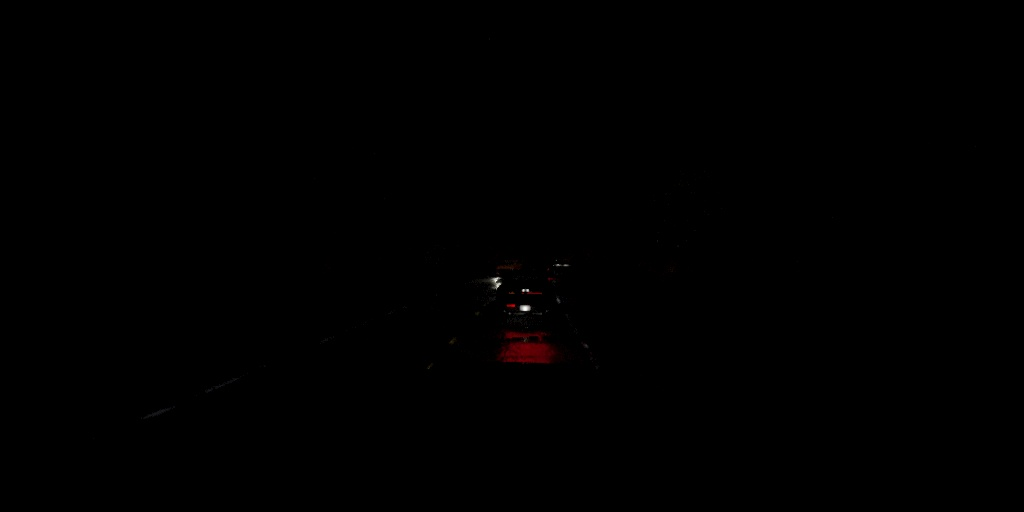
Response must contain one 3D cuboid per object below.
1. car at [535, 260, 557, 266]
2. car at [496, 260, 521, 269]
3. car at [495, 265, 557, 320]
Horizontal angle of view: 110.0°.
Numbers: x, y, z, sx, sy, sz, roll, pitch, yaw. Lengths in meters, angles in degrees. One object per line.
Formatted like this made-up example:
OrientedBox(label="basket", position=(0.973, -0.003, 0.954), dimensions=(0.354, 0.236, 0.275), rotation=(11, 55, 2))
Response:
OrientedBox(label="car", position=(3.020, 1.253, 34.649), dimensions=(1.895, 1.301, 4.718), rotation=(0, 0, 10))
OrientedBox(label="car", position=(-0.276, 1.127, 34.206), dimensions=(1.882, 1.535, 5.008), rotation=(0, 0, 10))
OrientedBox(label="car", position=(0.505, 1.230, 12.564), dimensions=(1.837, 1.490, 4.892), rotation=(0, 0, 3))
